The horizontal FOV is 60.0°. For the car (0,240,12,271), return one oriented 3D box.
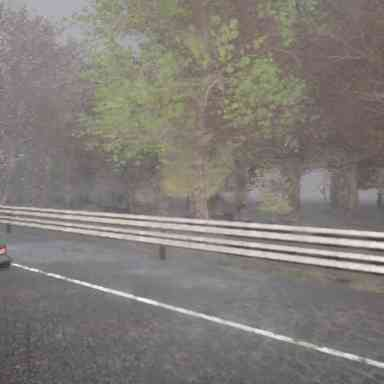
[{"bbox_3d":[-6.874,1.433,8.823,5.357,1.411,2.033,1,1,36],"label":"car"}]
